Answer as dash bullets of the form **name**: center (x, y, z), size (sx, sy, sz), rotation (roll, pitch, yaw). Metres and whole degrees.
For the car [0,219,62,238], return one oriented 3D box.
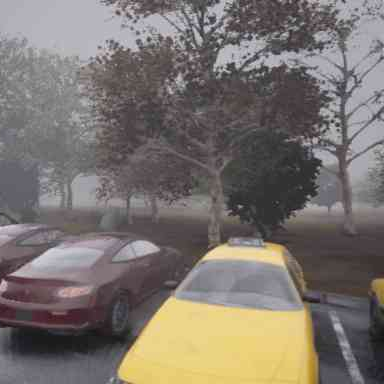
- **car**: center (-3.990, 1.535, 8.456), size (2.002, 1.452, 4.674), rotation (0, -1, 17)

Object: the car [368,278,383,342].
- **car**: center (3.241, 1.484, 3.404), size (1.946, 1.575, 5.366), rotation (0, -1, 16)

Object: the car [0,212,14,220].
- **car**: center (-6.370, 1.372, 10.204), size (2.185, 1.767, 4.553), rotation (0, -1, 17)

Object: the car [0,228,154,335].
- **car**: center (-1.607, 1.532, 6.699), size (2.002, 1.452, 4.674), rotation (0, -1, 17)

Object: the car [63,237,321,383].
- **car**: center (0.742, 1.483, 4.777), size (1.946, 1.575, 5.366), rotation (1, -1, 16)
